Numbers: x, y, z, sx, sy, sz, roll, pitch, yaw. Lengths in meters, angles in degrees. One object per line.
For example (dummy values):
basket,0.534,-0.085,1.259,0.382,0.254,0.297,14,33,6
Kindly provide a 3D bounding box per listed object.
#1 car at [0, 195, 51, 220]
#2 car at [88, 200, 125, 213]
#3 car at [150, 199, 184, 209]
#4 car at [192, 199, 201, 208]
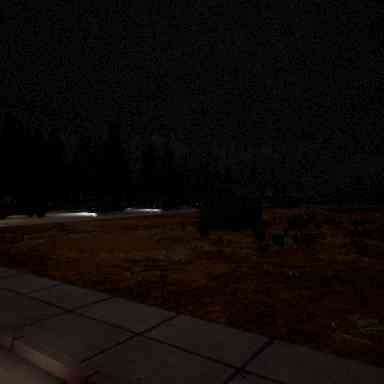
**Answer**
car,-15.492,1.293,29.730,2.150,2.045,5.566,0,0,36
car,-9.592,1.635,37.705,1.994,1.385,4.181,0,0,37
car,-3.389,1.618,46.084,2.033,1.411,5.357,0,0,37
car,1.934,1.629,47.249,1.994,1.385,4.181,0,0,39
